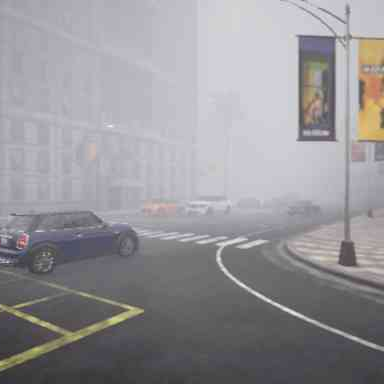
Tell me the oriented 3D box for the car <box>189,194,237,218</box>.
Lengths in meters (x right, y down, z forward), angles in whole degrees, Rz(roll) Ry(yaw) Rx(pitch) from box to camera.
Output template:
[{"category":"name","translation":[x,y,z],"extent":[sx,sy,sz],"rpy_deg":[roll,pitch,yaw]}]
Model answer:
[{"category":"car","translation":[1.679,1.203,30.855],"extent":[2.150,2.045,5.566],"rpy_deg":[0,0,35]}]

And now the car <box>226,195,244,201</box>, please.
[{"category":"car","translation":[11.369,1.505,87.350],"extent":[4.181,1.385,1.994],"rpy_deg":[0,0,33]}]

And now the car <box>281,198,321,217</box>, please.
[{"category":"car","translation":[10.457,1.537,30.983],"extent":[2.033,1.411,5.357],"rpy_deg":[0,0,35]}]

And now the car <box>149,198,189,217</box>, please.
[{"category":"car","translation":[-2.718,1.331,30.695],"extent":[2.097,1.767,4.553],"rpy_deg":[0,0,35]}]

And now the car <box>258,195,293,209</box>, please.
[{"category":"car","translation":[11.115,1.472,44.049],"extent":[2.128,1.511,4.902],"rpy_deg":[0,0,36]}]

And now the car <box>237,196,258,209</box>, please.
[{"category":"car","translation":[7.759,1.482,45.380],"extent":[1.837,1.490,4.892],"rpy_deg":[0,0,36]}]

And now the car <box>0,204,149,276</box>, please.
[{"category":"car","translation":[-3.827,1.341,10.728],"extent":[2.097,1.767,4.553],"rpy_deg":[0,0,35]}]

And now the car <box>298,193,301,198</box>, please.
[{"category":"car","translation":[20.421,1.175,56.802],"extent":[2.033,1.411,5.357],"rpy_deg":[0,0,36]}]

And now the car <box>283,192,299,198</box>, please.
[{"category":"car","translation":[17.564,1.008,58.824],"extent":[2.150,2.045,5.566],"rpy_deg":[0,0,36]}]
